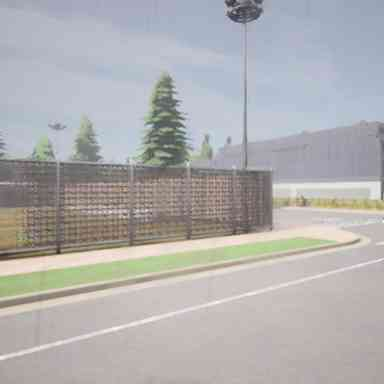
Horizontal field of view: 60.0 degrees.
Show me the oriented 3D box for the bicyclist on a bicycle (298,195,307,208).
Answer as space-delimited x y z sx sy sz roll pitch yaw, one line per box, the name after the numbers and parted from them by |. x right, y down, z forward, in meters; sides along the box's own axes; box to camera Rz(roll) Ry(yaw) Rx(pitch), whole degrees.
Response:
13.744 1.146 41.353 1.656 1.620 0.582 -1 0 -35 | bicyclist on a bicycle
